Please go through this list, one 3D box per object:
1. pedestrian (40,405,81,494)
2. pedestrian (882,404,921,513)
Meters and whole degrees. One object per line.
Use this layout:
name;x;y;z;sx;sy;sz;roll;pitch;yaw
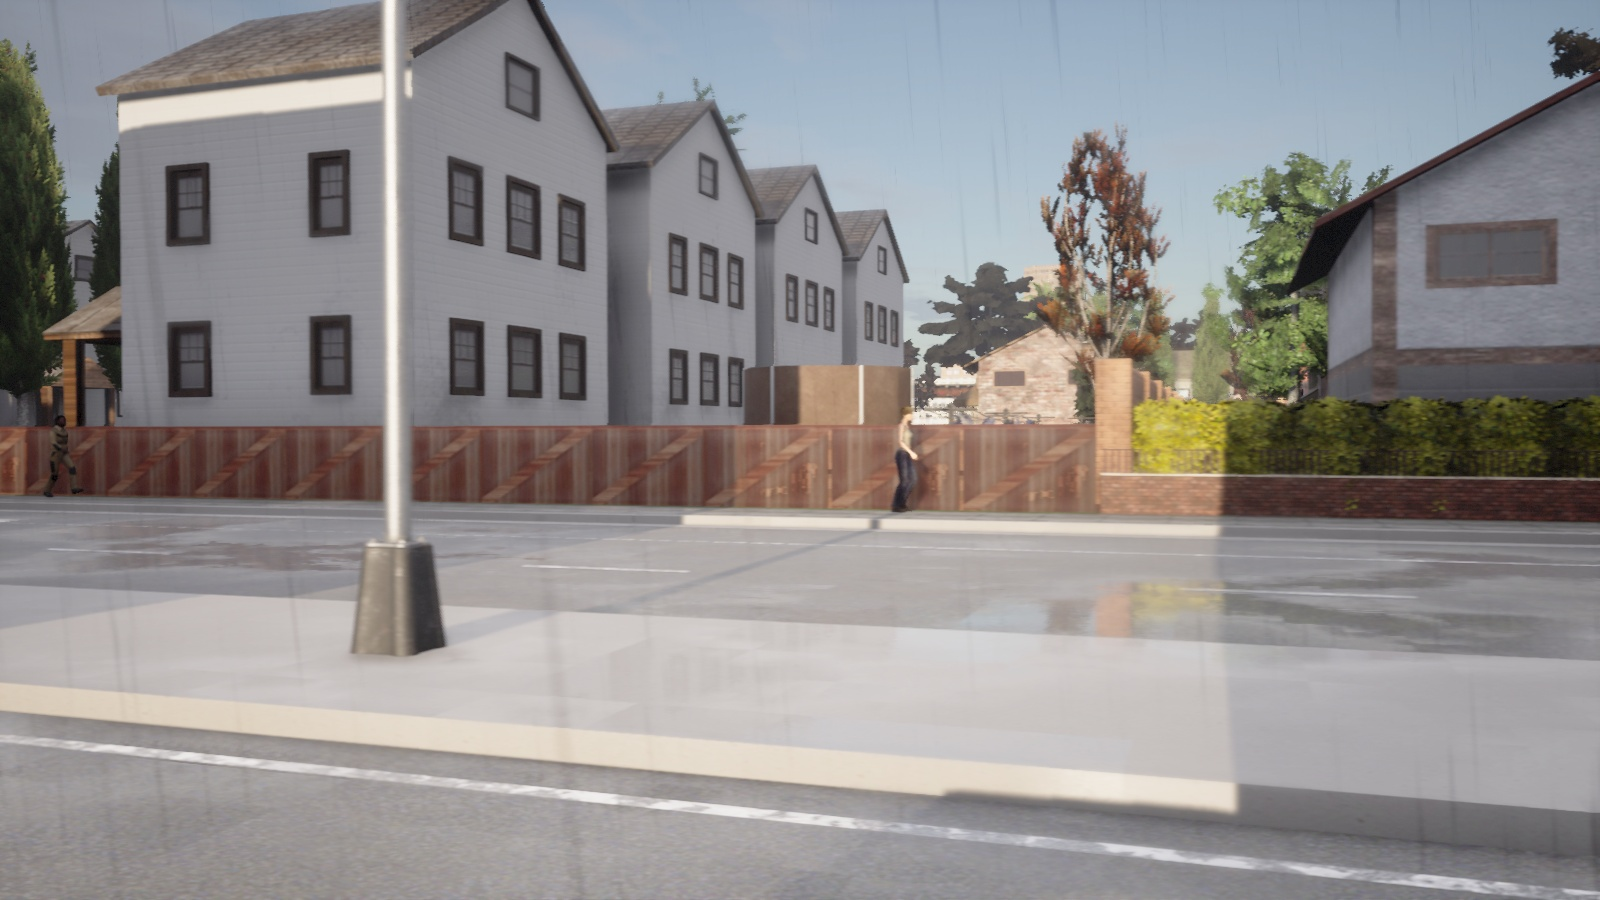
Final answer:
pedestrian;-16.154;-0.018;27.431;0.692;1.930;0.396;1;1;19
pedestrian;1.729;0.145;21.417;0.594;1.836;0.345;1;1;20
